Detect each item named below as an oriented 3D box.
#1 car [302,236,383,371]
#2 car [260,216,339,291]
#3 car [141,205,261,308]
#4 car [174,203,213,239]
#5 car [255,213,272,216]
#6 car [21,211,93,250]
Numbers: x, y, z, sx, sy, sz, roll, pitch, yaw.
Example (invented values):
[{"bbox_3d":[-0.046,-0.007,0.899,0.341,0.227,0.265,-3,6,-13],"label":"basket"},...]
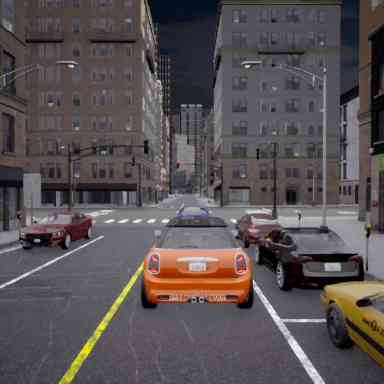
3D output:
[{"bbox_3d":[2.867,1.524,3.437,1.752,1.417,4.829,-1,0,0],"label":"car"},{"bbox_3d":[2.869,1.563,8.854,1.947,1.339,4.313,-1,0,0],"label":"car"},{"bbox_3d":[0.099,1.350,8.051,2.097,1.767,4.553,0,0,0],"label":"car"},{"bbox_3d":[0.105,1.472,18.339,1.882,1.535,5.008,0,0,1],"label":"car"},{"bbox_3d":[2.870,1.577,14.439,1.802,1.307,4.206,-1,0,0],"label":"car"},{"bbox_3d":[-5.675,1.540,14.438,1.887,1.381,4.507,-1,0,0],"label":"car"}]
